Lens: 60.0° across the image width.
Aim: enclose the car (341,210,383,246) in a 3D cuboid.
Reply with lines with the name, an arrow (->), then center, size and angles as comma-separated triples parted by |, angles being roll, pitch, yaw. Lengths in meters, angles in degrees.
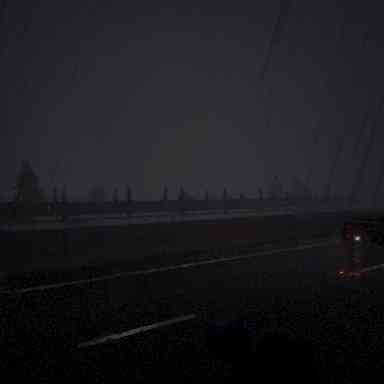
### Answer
car -> 8.269, 1.517, 14.066 | 4.892, 1.490, 1.837 | 0, 0, -35
